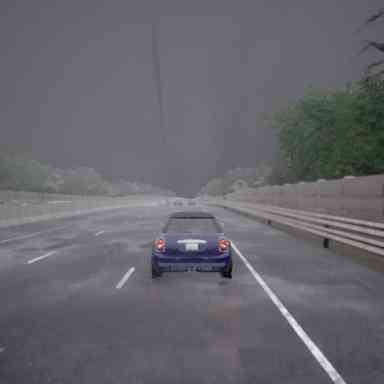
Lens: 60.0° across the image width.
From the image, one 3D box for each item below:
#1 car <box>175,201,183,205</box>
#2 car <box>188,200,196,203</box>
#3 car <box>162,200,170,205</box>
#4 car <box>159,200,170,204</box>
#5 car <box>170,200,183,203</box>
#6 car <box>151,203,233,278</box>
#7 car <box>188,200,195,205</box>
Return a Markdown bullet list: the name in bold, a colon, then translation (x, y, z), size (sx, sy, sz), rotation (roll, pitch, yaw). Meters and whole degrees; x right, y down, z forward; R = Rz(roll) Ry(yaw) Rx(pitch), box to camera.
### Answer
- **car**: translation (-3.524, 3.050, 91.809), size (1.895, 1.301, 4.718), rotation (0, -2, 0)
- **car**: translation (-0.021, 2.746, 81.776), size (1.812, 1.442, 4.674), rotation (0, -2, 0)
- **car**: translation (-7.024, 2.954, 91.782), size (1.837, 1.490, 4.892), rotation (0, -2, 0)
- **car**: translation (-7.022, 2.746, 81.774), size (1.812, 1.442, 4.674), rotation (0, -2, 0)
- **car**: translation (-3.521, 2.730, 81.359), size (2.128, 1.511, 4.902), rotation (0, -2, 0)
- **car**: translation (-0.002, 1.379, 10.347), size (2.097, 1.767, 4.553), rotation (0, 0, 0)
- **car**: translation (-0.024, 2.932, 91.784), size (1.882, 1.535, 5.008), rotation (0, -2, 0)
